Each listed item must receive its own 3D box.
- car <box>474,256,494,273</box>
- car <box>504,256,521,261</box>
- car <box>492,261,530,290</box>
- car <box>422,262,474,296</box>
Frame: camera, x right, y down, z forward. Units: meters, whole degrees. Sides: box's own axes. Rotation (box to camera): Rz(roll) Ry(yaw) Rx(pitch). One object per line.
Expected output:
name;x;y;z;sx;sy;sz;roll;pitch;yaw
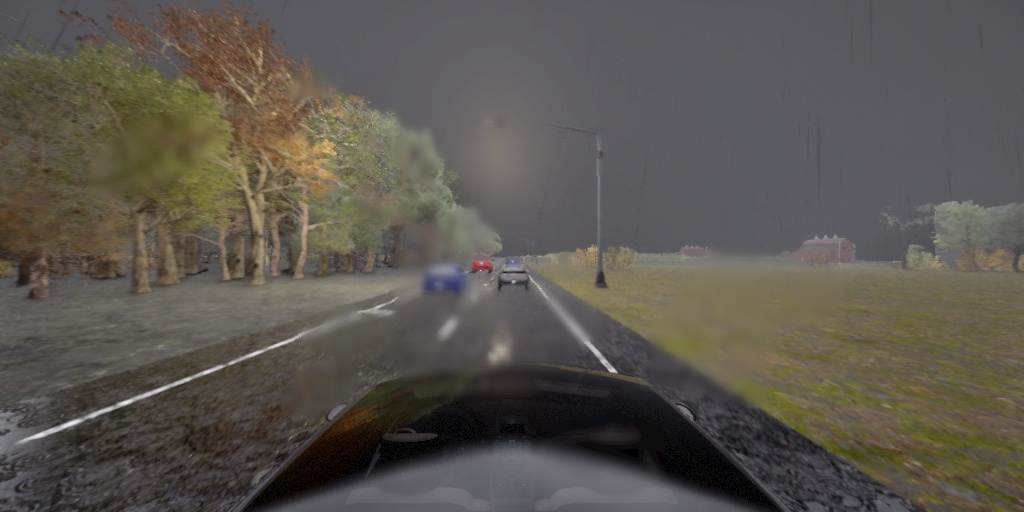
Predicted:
car;-3.411;0.972;42.922;2.150;2.045;5.566;0;0;0
car;0.088;0.969;52.720;2.150;2.045;5.566;0;0;0
car;0.095;1.245;22.281;2.128;1.511;4.902;0;0;0
car;-3.403;1.230;19.241;1.882;1.535;5.008;0;0;0
